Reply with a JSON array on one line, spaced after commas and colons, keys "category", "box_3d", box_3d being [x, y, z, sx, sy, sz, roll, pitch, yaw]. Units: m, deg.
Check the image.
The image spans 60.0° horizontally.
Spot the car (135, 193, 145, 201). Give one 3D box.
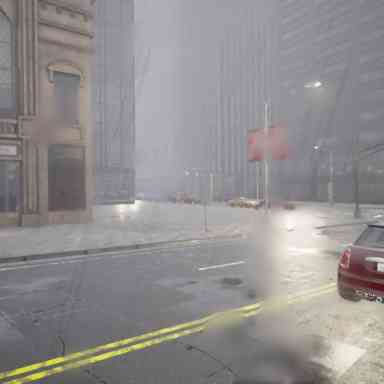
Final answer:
[{"category": "car", "box_3d": [-9.743, 1.108, 65.708, 2.008, 1.369, 4.403, 0, 1, -35]}]

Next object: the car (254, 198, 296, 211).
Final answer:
[{"category": "car", "box_3d": [9.755, 1.399, 38.161, 1.887, 1.381, 4.507, 0, 1, -35]}]

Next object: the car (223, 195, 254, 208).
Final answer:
[{"category": "car", "box_3d": [6.603, 1.335, 42.614, 1.752, 1.417, 4.829, 0, 1, -35]}]

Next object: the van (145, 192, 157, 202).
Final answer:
[{"category": "van", "box_3d": [-6.493, 0.952, 61.116, 1.690, 1.788, 3.998, 0, 1, -35]}]

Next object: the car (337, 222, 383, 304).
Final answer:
[{"category": "car", "box_3d": [5.125, 1.350, 7.015, 4.553, 1.767, 2.097, 0, 0, -35]}]

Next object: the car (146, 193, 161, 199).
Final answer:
[{"category": "car", "box_3d": [-9.281, 0.925, 79.812, 1.802, 1.307, 4.206, 0, 1, -35]}]

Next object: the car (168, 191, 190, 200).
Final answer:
[{"category": "car", "box_3d": [-2.782, 0.769, 70.628, 2.192, 1.841, 5.009, 0, 1, -35]}]

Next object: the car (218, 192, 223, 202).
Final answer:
[{"category": "car", "box_3d": [6.965, 1.176, 56.858, 1.947, 1.339, 4.313, 0, 1, -35]}]

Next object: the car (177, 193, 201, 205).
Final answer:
[{"category": "car", "box_3d": [0.006, 1.258, 51.935, 1.887, 1.381, 4.507, 0, 1, -35]}]

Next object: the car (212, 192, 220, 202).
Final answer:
[{"category": "car", "box_3d": [3.717, 0.875, 61.447, 2.192, 1.841, 5.009, 0, 1, -35]}]

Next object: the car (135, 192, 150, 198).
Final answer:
[{"category": "car", "box_3d": [-12.531, 0.830, 84.402, 1.887, 1.381, 4.507, 0, 1, -35]}]

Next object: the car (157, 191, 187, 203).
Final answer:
[{"category": "car", "box_3d": [-3.243, 0.978, 56.524, 2.192, 1.841, 5.009, 0, 1, -35]}]
